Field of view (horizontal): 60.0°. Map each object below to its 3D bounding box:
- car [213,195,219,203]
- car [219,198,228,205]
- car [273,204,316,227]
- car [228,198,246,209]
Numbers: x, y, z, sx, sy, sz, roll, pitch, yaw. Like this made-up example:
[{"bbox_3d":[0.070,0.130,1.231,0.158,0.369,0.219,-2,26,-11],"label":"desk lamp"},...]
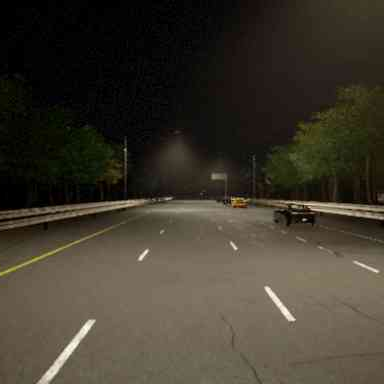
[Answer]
[{"bbox_3d":[7.456,2.269,90.511,1.895,1.301,4.718,0,-1,1],"label":"car"},{"bbox_3d":[7.270,1.972,69.469,1.837,1.490,4.892,0,-1,0],"label":"car"},{"bbox_3d":[7.031,1.560,23.215,2.128,1.511,4.902,0,0,0],"label":"car"},{"bbox_3d":[7.149,1.796,51.256,1.882,1.535,5.008,0,-1,0],"label":"car"}]
